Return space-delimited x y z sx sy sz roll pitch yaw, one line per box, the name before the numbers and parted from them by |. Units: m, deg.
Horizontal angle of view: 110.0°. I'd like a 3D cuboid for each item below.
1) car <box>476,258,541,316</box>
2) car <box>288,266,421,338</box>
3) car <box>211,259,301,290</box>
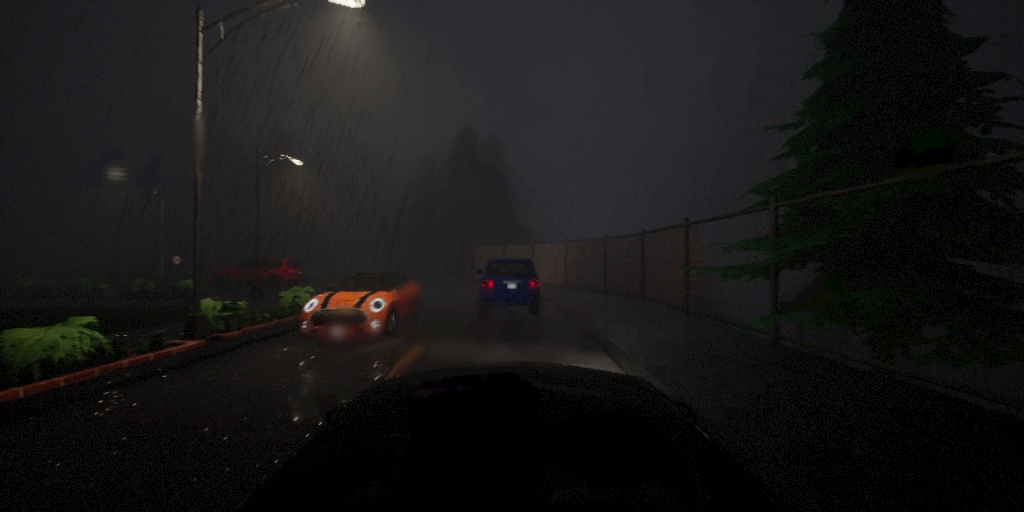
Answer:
car | -0.220 1.113 14.408 2.150 2.045 5.566 0 -1 -5
car | -4.116 1.200 10.528 2.097 1.767 4.553 0 -1 -2
car | -17.302 1.227 24.698 5.566 2.045 2.150 0 -1 -2
